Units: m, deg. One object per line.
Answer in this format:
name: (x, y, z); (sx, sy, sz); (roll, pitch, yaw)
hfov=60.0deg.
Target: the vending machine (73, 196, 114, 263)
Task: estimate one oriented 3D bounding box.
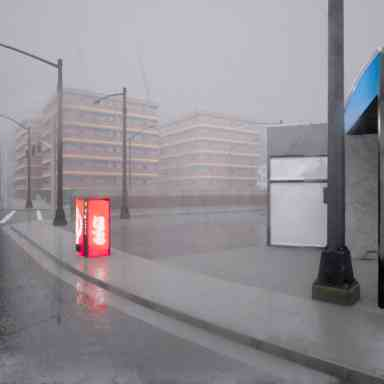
vending machine: (-3.334, 1.195, 11.205); (1.100, 2.100, 0.880); (0, 0, -36)
